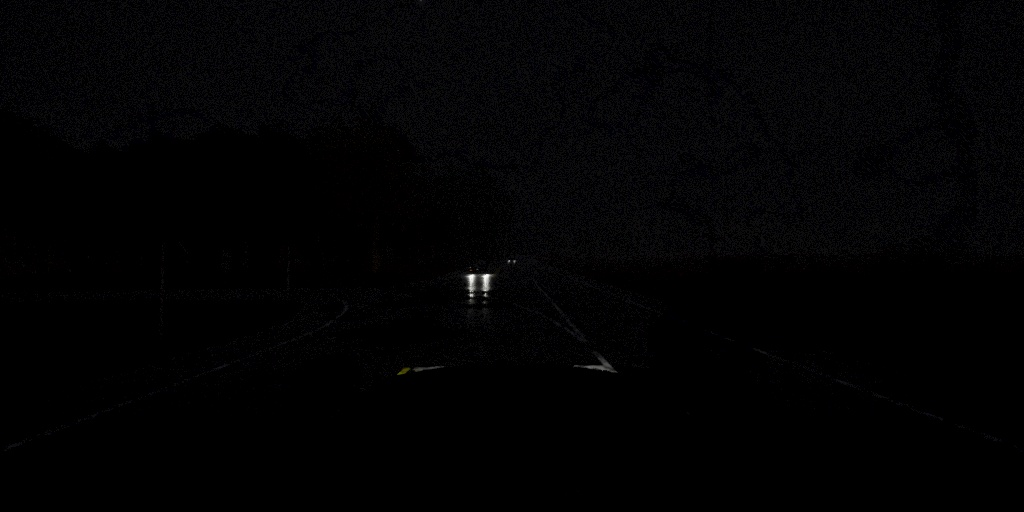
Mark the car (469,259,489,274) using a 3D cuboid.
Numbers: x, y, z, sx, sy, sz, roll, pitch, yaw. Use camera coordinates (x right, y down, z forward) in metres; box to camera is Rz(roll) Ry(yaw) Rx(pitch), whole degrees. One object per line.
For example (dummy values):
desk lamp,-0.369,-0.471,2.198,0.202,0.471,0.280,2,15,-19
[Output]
car,-3.505,1.139,38.878,1.837,1.490,4.892,0,1,0
